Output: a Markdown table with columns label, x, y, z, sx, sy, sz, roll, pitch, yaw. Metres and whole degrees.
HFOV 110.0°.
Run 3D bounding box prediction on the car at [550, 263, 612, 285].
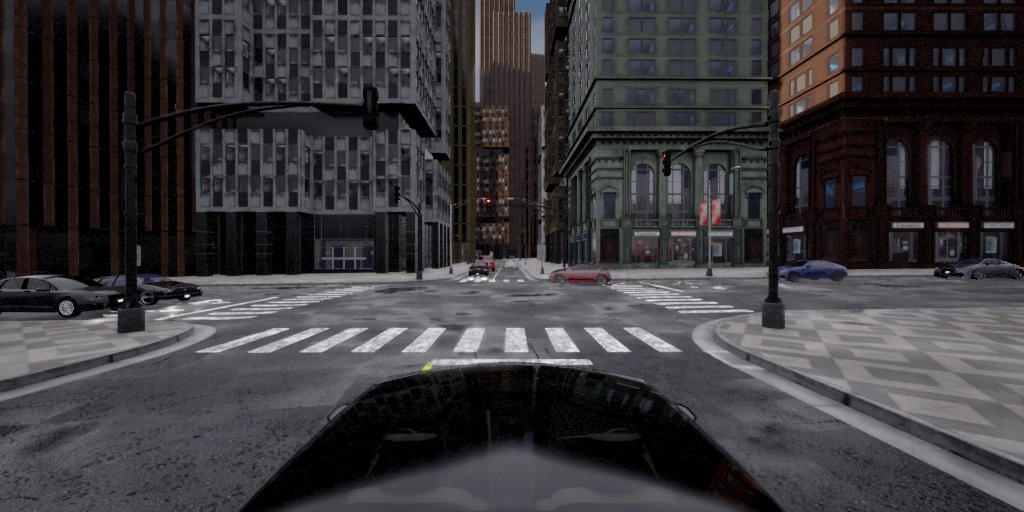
| label | x | y | z | sx | sy | sz | roll | pitch | yaw |
| --- | --- | --- | --- | --- | --- | --- | --- | --- | --- |
| car | 4.674 | 1.213 | 24.459 | 4.181 | 1.385 | 1.994 | -1 | 1 | 14 |

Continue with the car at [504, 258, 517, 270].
| label | x | y | z | sx | sy | sz | roll | pitch | yaw |
| --- | --- | --- | --- | --- | --- | --- | --- | --- | --- |
| car | -0.183 | 1.227 | 52.781 | 1.812 | 1.442 | 4.674 | 0 | 0 | 0 |

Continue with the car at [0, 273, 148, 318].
| label | x | y | z | sx | sy | sz | roll | pitch | yaw |
| --- | --- | --- | --- | --- | --- | --- | --- | --- | --- |
| car | -17.420 | 1.492 | 13.717 | 4.892 | 1.490 | 1.837 | -1 | 0 | 0 |

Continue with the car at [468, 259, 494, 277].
| label | x | y | z | sx | sy | sz | roll | pitch | yaw |
| --- | --- | --- | --- | --- | --- | --- | --- | --- | --- |
| car | -3.236 | 1.276 | 36.193 | 2.033 | 1.411 | 5.357 | 0 | 0 | 0 |

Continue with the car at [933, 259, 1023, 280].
| label | x | y | z | sx | sy | sz | roll | pitch | yaw |
| --- | --- | --- | --- | --- | --- | --- | --- | --- | --- |
| car | 30.880 | 0.863 | 23.803 | 4.181 | 1.385 | 1.994 | -1 | 0 | 0 |

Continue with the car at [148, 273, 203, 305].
| label | x | y | z | sx | sy | sz | roll | pitch | yaw |
| --- | --- | --- | --- | --- | --- | --- | --- | --- | --- |
| car | -17.863 | 1.523 | 17.023 | 5.357 | 1.411 | 2.033 | -1 | 0 | 5 |

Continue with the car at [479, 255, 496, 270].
| label | x | y | z | sx | sy | sz | roll | pitch | yaw |
| --- | --- | --- | --- | --- | --- | --- | --- | --- | --- |
| car | -3.332 | 0.934 | 46.872 | 2.150 | 2.045 | 5.566 | 0 | 0 | -1 |

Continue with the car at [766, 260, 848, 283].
| label | x | y | z | sx | sy | sz | roll | pitch | yaw |
| --- | --- | --- | --- | --- | --- | --- | --- | --- | --- |
| car | 19.511 | 0.971 | 23.773 | 4.674 | 1.442 | 1.812 | -1 | 0 | 0 |

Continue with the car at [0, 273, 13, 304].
| label | x | y | z | sx | sy | sz | roll | pitch | yaw |
| --- | --- | --- | --- | --- | --- | --- | --- | --- | --- |
| car | -27.350 | 1.609 | 16.942 | 4.892 | 1.490 | 1.837 | -1 | 0 | 0 |
